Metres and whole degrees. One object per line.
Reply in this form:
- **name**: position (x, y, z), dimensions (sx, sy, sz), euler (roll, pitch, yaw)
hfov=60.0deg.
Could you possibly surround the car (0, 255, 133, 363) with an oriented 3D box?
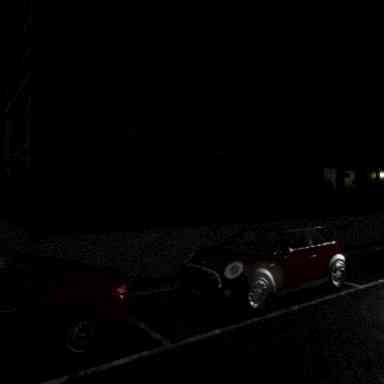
- **car**: position (-2.869, 1.583, 4.486), dimensions (4.206, 1.307, 1.802), euler (0, 0, -36)

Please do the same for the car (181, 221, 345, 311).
- **car**: position (1.722, 1.474, 7.763), dimensions (4.097, 1.590, 1.967), euler (0, 0, -36)
